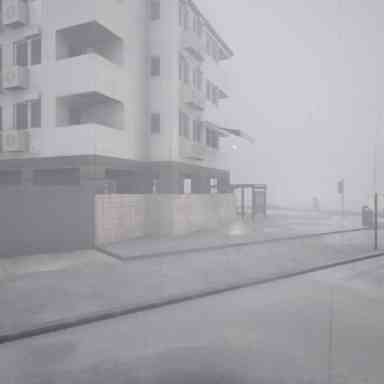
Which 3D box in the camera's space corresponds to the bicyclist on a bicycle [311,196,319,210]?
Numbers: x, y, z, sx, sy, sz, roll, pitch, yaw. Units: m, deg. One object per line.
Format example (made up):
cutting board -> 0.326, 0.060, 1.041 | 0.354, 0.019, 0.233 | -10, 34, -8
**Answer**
bicyclist on a bicycle -> 14.628, 1.349, 39.528 | 1.656, 1.620, 0.582 | 0, 0, -35
